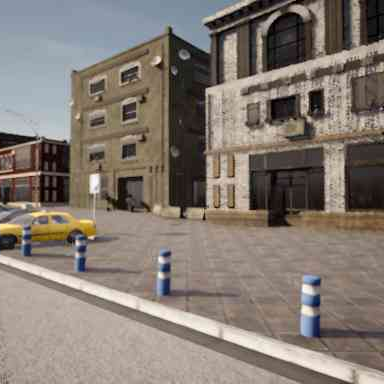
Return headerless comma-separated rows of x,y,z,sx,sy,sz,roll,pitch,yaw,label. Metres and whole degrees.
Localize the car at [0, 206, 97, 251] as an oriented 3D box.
-6.765,1.554,14.504,1.946,1.575,5.366,0,-1,39,car
